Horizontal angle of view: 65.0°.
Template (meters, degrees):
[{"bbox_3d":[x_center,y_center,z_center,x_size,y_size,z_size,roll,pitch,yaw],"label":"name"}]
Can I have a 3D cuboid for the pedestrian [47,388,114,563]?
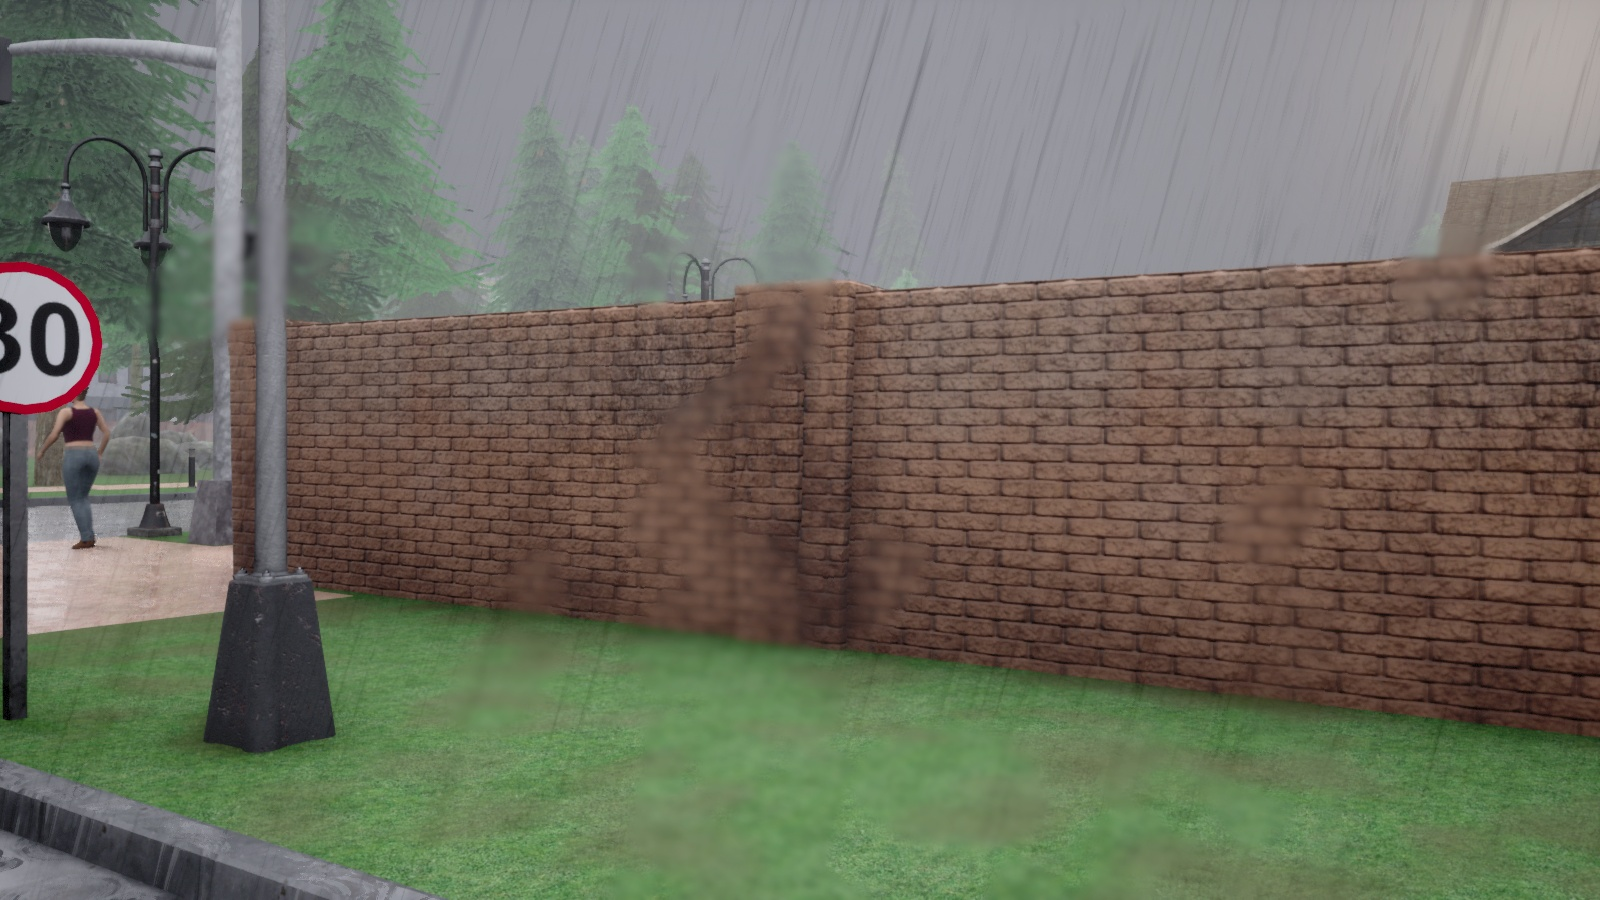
[{"bbox_3d":[-7.690,0.265,13.421,0.594,1.836,0.345,0,1,30],"label":"pedestrian"}]
